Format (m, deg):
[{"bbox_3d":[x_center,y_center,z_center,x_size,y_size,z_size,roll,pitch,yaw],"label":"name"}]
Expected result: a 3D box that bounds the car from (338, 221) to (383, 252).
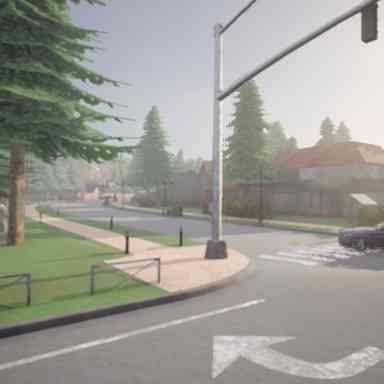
[{"bbox_3d":[8.675,1.813,13.910,4.674,1.442,1.812,0,2,24],"label":"car"}]
